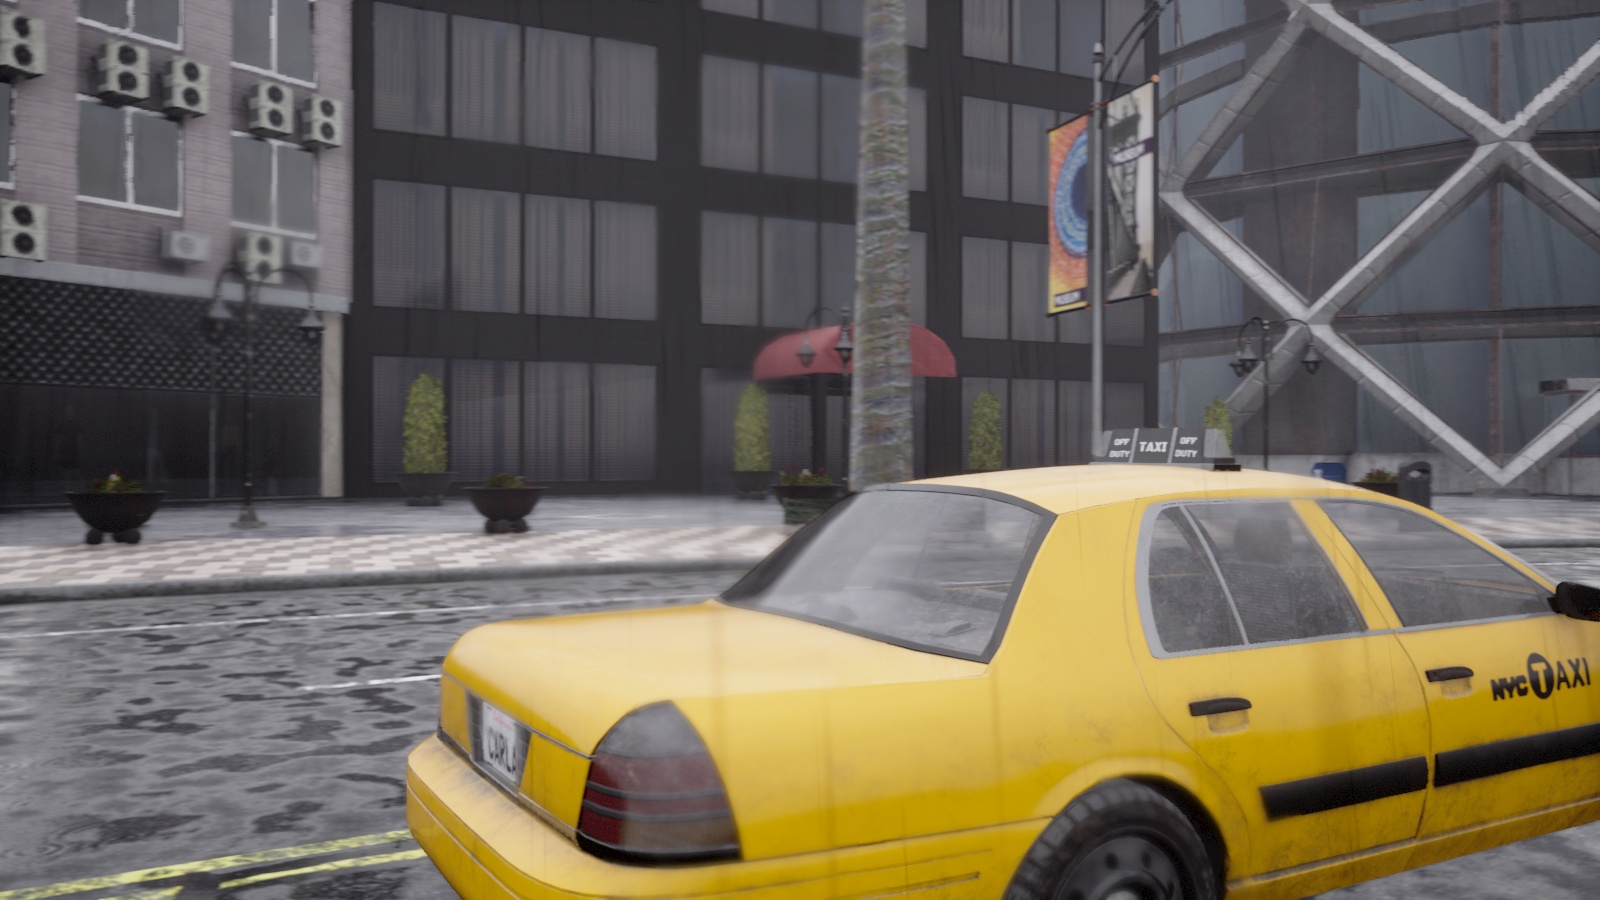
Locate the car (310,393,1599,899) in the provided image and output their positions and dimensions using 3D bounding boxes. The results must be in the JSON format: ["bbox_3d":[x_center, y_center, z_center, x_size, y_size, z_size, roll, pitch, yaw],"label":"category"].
[{"bbox_3d":[1.314,0.688,4.303,5.366,1.575,1.801,0,0,-30],"label":"car"}]
